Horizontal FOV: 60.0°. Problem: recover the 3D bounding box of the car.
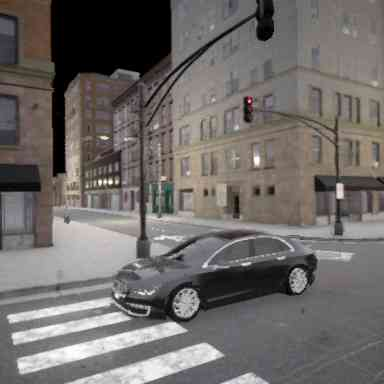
[{"bbox_3d":[0.692,1.661,7.416,4.892,1.490,1.837,0,-1,-31],"label":"car"}]
